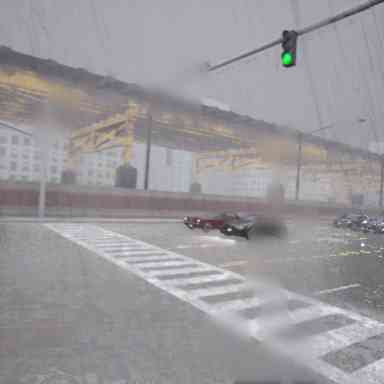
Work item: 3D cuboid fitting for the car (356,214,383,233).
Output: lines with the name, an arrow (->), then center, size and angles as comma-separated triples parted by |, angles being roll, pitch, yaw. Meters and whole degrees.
car -> 16.673, 2.719, 28.750 | 4.553, 1.767, 2.097 | 4, -1, -35

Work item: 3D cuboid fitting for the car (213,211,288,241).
car -> 3.701, 2.015, 19.565 | 4.181, 1.385, 1.994 | 4, -1, -35

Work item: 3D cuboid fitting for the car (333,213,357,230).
car -> 15.706, 2.851, 32.357 | 4.892, 1.490, 1.837 | 4, -1, -35

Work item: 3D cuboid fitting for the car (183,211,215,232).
car -> 1.740, 1.962, 22.463 | 4.718, 1.301, 1.895 | 4, -1, -35

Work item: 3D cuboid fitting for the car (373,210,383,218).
car -> 41.842, 4.872, 71.294 | 4.974, 1.542, 2.038 | 4, -1, -7
